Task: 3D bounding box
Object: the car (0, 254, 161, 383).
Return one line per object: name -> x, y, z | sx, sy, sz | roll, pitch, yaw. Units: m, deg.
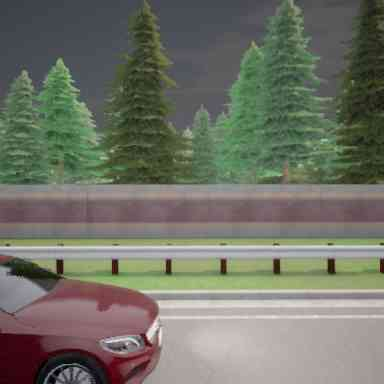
car -> -2.723, 1.526, 4.060 | 4.674, 1.442, 1.812 | 0, 0, -1
